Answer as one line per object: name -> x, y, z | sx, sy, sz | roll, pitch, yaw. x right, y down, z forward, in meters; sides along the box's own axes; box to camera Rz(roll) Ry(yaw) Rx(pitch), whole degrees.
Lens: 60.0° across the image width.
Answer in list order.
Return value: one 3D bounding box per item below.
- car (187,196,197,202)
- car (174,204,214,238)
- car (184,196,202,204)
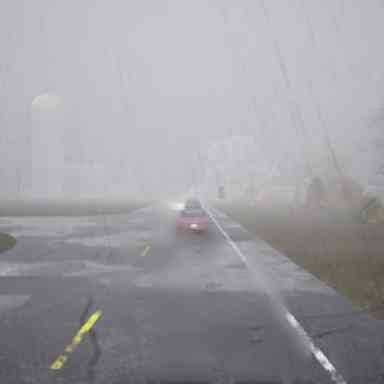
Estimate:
car -> 0.016, 1.520, 73.740 | 1.994, 1.385, 4.181 | 0, 0, 0
car -> 0.102, 1.559, 17.625 | 1.994, 1.385, 4.181 | 0, 0, 0
car -> 0.109, 1.478, 39.280 | 2.128, 1.511, 4.902 | 0, 0, 0
